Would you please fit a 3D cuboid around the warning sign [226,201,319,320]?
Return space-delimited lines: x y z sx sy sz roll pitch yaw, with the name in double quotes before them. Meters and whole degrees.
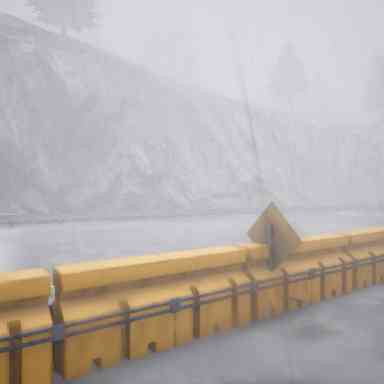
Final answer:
"warning sign" 1.461 1.114 6.162 1.060 1.860 1.300 0 0 -34
